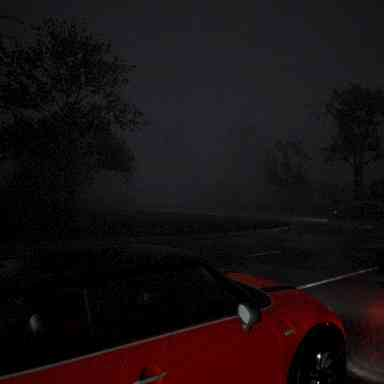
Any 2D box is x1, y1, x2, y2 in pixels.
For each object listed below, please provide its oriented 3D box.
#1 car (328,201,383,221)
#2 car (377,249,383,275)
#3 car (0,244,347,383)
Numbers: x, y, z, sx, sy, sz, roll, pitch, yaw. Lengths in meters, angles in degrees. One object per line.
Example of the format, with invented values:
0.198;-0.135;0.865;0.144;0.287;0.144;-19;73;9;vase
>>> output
13.513;1.507;26.525;4.892;1.490;1.837;0;3;12;car
6.788;1.601;8.550;4.718;1.301;1.895;0;0;-36;car
-0.418;1.352;3.421;4.553;1.767;2.097;0;0;-35;car
